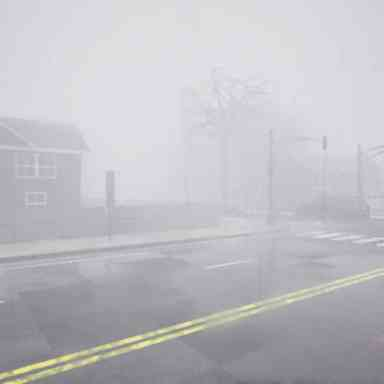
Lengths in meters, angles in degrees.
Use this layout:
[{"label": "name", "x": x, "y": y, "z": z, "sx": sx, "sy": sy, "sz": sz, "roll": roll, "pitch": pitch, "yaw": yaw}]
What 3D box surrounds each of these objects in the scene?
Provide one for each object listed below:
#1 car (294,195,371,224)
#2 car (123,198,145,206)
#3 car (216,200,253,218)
[{"label": "car", "x": 10.370, "y": 1.227, "z": 24.973, "sx": 2.150, "sy": 2.045, "sz": 5.566, "roll": 1, "pitch": -1, "yaw": -32}, {"label": "car", "x": -7.658, "y": 1.534, "z": 45.392, "sx": 1.882, "sy": 1.535, "sz": 5.008, "roll": 0, "pitch": 0, "yaw": -35}, {"label": "car", "x": 3.348, "y": 1.514, "z": 29.846, "sx": 2.128, "sy": 1.511, "sz": 4.902, "roll": 0, "pitch": 0, "yaw": -35}]
